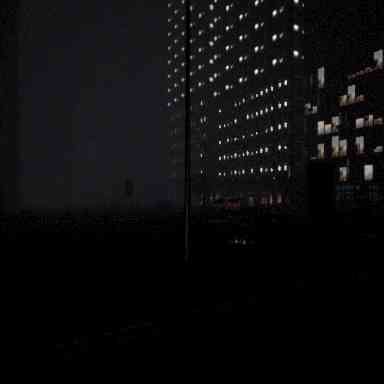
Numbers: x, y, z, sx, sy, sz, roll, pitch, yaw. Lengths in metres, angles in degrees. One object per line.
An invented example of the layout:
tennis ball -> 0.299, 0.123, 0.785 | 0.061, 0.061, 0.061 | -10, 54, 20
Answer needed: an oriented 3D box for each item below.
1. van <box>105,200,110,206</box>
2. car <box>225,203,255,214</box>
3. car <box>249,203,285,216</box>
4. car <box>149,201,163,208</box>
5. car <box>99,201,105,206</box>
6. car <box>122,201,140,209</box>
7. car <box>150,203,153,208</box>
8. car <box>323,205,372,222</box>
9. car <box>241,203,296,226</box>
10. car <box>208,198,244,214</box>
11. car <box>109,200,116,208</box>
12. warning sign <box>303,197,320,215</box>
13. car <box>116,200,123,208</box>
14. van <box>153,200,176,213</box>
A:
van -> -18.206, 2.634, 76.615 | 1.690, 1.788, 3.998 | -1, -1, -26
car -> 6.398, 2.168, 44.754 | 1.947, 1.339, 4.313 | -1, -1, -26
car -> 8.834, 2.068, 39.684 | 1.947, 1.339, 4.313 | -1, -1, -26
car -> -8.213, 2.808, 75.171 | 1.802, 1.307, 4.206 | -1, -1, -26
car -> -23.073, 3.053, 86.751 | 1.887, 1.381, 4.507 | -1, -1, -26
car -> -10.897, 2.525, 61.404 | 2.008, 1.369, 4.403 | -1, -1, -26
car -> -6.790, 2.528, 66.242 | 1.882, 1.535, 5.008 | 0, -2, -26
car -> 13.704, 1.854, 29.544 | 2.008, 1.369, 4.403 | -1, -1, -26
car -> 6.150, 1.813, 25.916 | 2.008, 1.369, 4.403 | -1, -1, -26
car -> 4.172, 1.807, 43.438 | 2.150, 2.045, 5.566 | 0, -1, -26
car -> -15.768, 2.731, 71.544 | 1.887, 1.381, 4.507 | -1, -1, -26
warning sign -> 13.068, 1.544, 36.424 | 1.300, 1.860, 1.060 | 1, -1, -26
car -> -13.259, 2.602, 66.321 | 1.752, 1.417, 4.829 | -1, -1, -26
van -> -3.595, 2.005, 46.198 | 1.690, 1.788, 3.998 | -1, -1, -26
